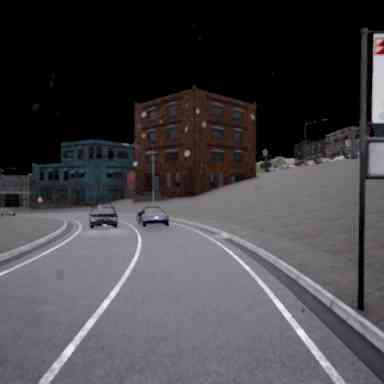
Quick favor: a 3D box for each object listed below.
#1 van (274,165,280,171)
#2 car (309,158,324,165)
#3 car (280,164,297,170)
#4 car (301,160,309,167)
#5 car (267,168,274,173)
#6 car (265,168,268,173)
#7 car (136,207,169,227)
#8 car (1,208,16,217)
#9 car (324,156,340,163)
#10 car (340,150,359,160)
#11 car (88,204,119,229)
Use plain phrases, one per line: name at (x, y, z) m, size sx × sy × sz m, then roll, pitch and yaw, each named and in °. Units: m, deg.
van at (20.777, -5.221, 75.672) m, size 1.878 × 1.987 × 4.442 m, roll 0°, pitch 1°, yaw -1°
car at (21.254, -4.774, 53.746) m, size 2.185 × 1.767 × 4.553 m, roll 0°, pitch 1°, yaw -1°
car at (20.894, -4.916, 70.279) m, size 2.231 × 1.521 × 4.892 m, roll 0°, pitch 1°, yaw -1°
car at (21.134, -4.867, 59.265) m, size 2.185 × 1.767 × 4.553 m, roll 0°, pitch 1°, yaw -1°
car at (20.655, -5.032, 81.317) m, size 2.002 × 1.452 × 4.674 m, roll 0°, pitch 1°, yaw -1°
car at (20.536, -5.392, 86.799) m, size 2.435 × 2.045 × 5.566 m, roll 0°, pitch 1°, yaw -1°
car at (-3.050, 1.793, 25.128) m, size 1.994 × 1.385 × 4.181 m, roll 0°, pitch -1°, yaw -16°
car at (-31.775, 3.529, 56.308) m, size 4.902 × 1.511 × 2.128 m, roll -4°, pitch -1°, yaw 32°
car at (21.377, -4.508, 48.075) m, size 2.002 × 1.452 × 4.674 m, roll 0°, pitch 1°, yaw -1°
car at (21.496, -4.577, 42.581) m, size 2.185 × 1.767 × 4.553 m, roll 0°, pitch 1°, yaw -1°
car at (-6.418, 1.804, 24.003) m, size 2.033 × 1.411 × 5.357 m, roll 0°, pitch -1°, yaw -17°
